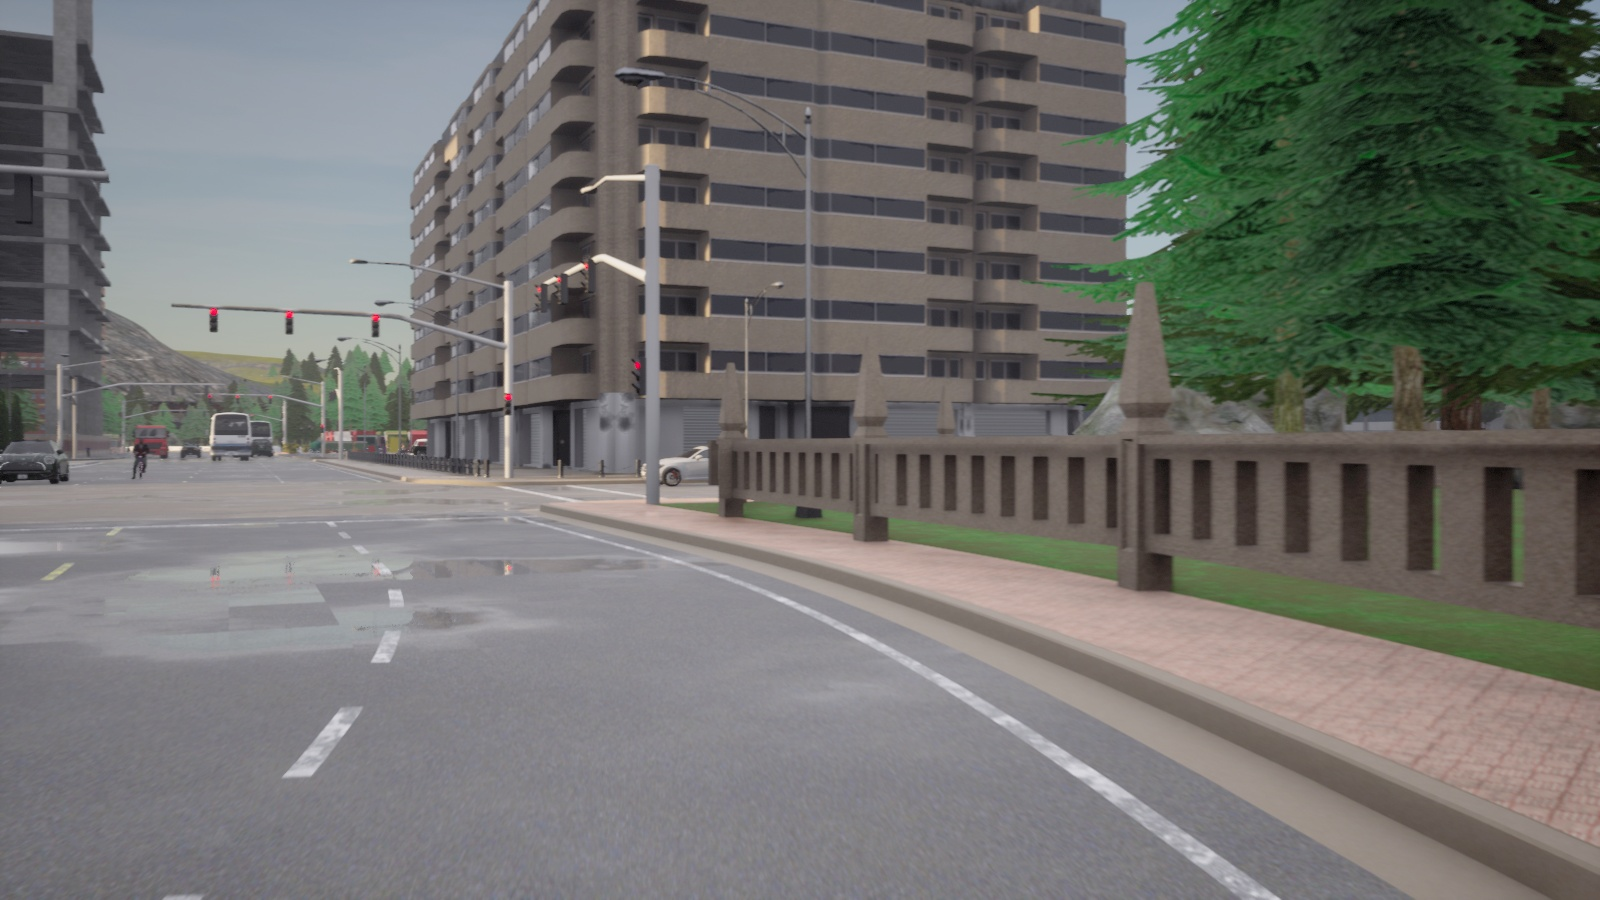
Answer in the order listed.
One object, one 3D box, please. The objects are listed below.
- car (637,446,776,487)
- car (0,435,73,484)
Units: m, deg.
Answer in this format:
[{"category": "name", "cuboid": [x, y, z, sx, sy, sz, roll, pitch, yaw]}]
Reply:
[{"category": "car", "cuboid": [-3.394, 0.570, 45.707, 4.674, 1.442, 1.812, 0, 0, -24]}, {"category": "car", "cuboid": [-29.162, 0.337, 47.774, 2.097, 1.767, 4.553, 0, 0, -24]}]
